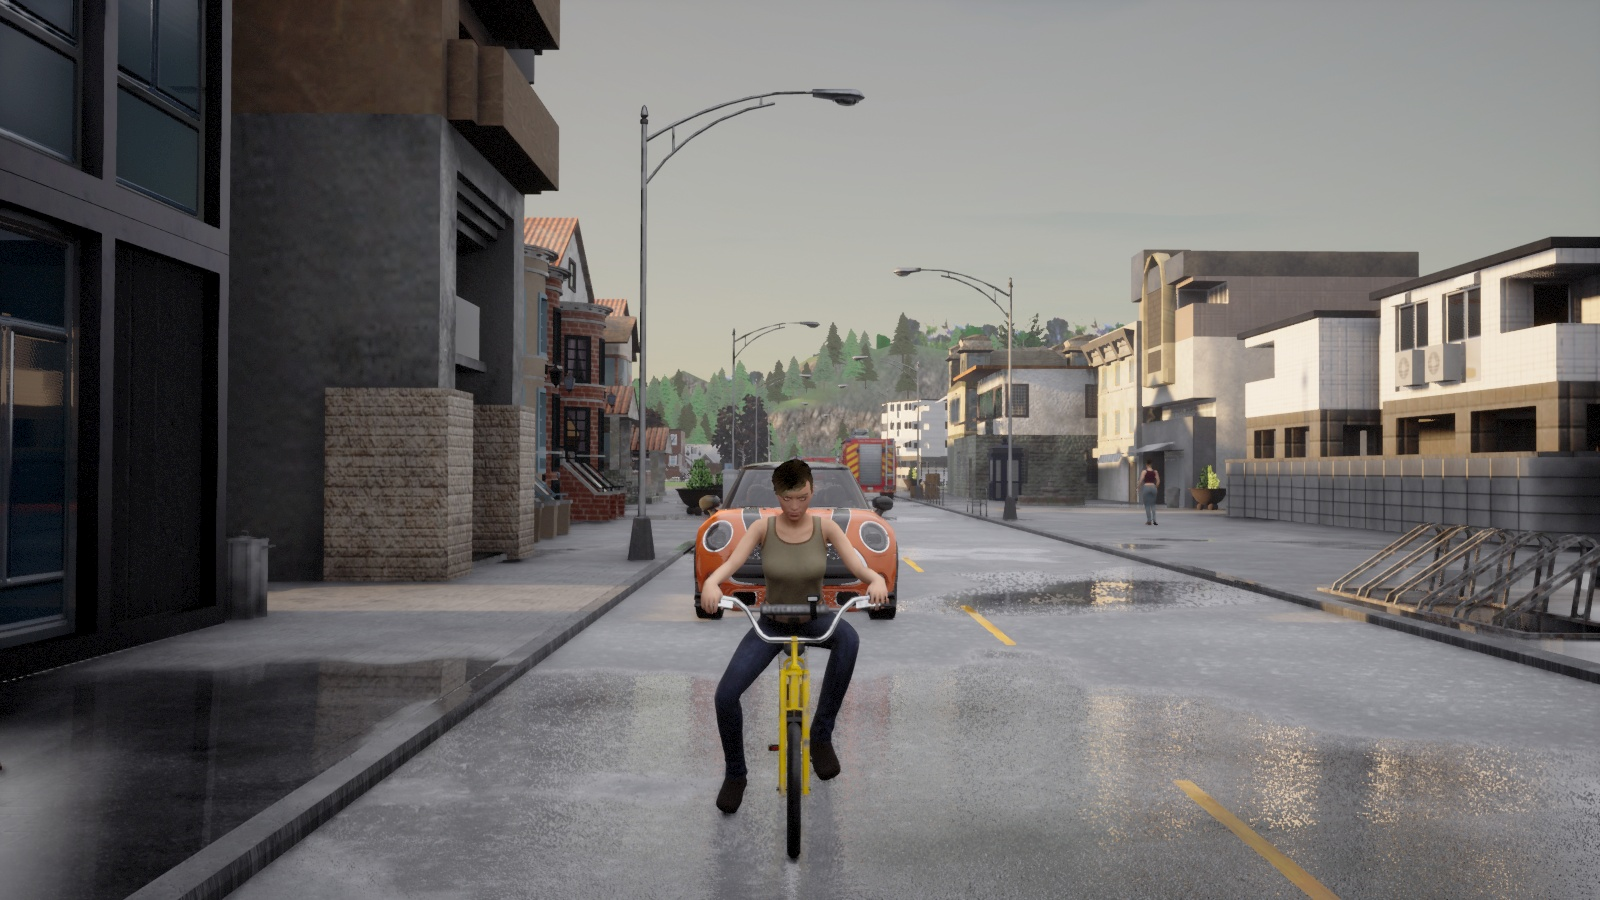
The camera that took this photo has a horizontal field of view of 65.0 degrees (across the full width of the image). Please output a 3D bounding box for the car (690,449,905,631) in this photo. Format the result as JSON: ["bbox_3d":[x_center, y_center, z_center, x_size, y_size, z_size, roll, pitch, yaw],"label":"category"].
[{"bbox_3d":[-0.038,0.917,14.551,2.097,1.767,4.553,0,-1,0],"label":"car"}]

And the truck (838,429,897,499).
[{"bbox_3d":[3.813,0.848,72.552,2.891,3.827,8.468,0,-1,0],"label":"truck"}]

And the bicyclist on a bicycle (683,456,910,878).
[{"bbox_3d":[-0.019,0.845,5.583,0.866,1.612,1.509,0,-1,0],"label":"bicyclist on a bicycle"}]
